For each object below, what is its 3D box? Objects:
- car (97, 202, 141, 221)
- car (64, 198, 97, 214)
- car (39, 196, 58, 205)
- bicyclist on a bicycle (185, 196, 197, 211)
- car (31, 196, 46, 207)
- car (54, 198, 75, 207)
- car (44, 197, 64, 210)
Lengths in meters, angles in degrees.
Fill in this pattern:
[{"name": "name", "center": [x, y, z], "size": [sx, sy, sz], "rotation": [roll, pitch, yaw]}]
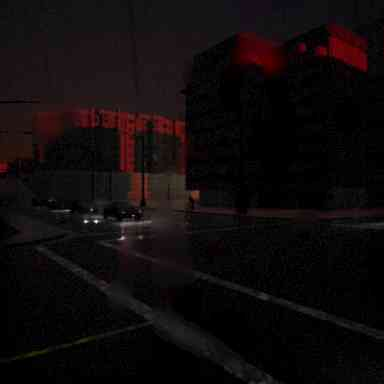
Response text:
[{"name": "car", "center": [-5.874, 1.532, 27.316], "size": [1.812, 1.442, 4.674], "rotation": [0, 0, -36]}, {"name": "car", "center": [-11.380, 1.498, 34.828], "size": [2.128, 1.511, 4.902], "rotation": [0, 0, -36]}, {"name": "car", "center": [-26.691, 1.556, 61.849], "size": [2.033, 1.411, 5.357], "rotation": [0, 0, -36]}, {"name": "bicyclist on a bicycle", "center": [-0.131, 1.315, 38.060], "size": [1.656, 1.620, 0.582], "rotation": [0, 0, -36]}, {"name": "car", "center": [-23.051, 1.358, 50.825], "size": [2.097, 1.767, 4.553], "rotation": [0, 0, -36]}, {"name": "car", "center": [-20.552, 1.609, 53.593], "size": [1.895, 1.301, 4.718], "rotation": [0, 0, -36]}, {"name": "car", "center": [-17.207, 1.570, 42.788], "size": [1.994, 1.385, 4.181], "rotation": [0, 0, -36]}]
